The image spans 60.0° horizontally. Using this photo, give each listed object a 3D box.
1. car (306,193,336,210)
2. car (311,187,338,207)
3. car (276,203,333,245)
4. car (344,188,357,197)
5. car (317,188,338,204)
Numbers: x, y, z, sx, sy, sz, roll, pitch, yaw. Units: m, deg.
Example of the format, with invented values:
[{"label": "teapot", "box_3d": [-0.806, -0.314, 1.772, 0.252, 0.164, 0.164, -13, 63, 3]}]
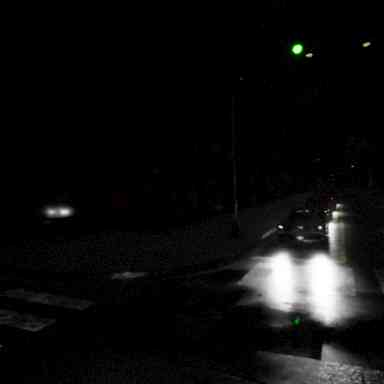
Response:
[{"label": "car", "box_3d": [8.770, 1.077, 23.154, 1.837, 1.490, 4.892, -2, 1, 24]}, {"label": "car", "box_3d": [12.772, 0.559, 32.155, 2.150, 2.045, 5.566, -2, 1, 24]}, {"label": "car", "box_3d": [4.966, 1.381, 14.593, 1.895, 1.301, 4.718, -2, 0, 24]}, {"label": "car", "box_3d": [25.752, 0.005, 54.097, 1.882, 1.535, 5.008, -2, 1, 24]}, {"label": "car", "box_3d": [16.811, 0.428, 41.141, 2.097, 1.767, 4.553, -2, 1, 24]}]
